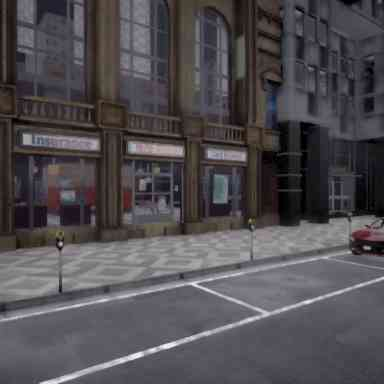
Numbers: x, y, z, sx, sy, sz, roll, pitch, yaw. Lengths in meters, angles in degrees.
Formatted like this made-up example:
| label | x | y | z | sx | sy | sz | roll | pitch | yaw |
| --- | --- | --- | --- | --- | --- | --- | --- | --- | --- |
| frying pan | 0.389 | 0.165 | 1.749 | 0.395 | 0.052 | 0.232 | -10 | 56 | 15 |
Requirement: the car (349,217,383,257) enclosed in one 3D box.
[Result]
| label | x | y | z | sx | sy | sz | roll | pitch | yaw |
| --- | --- | --- | --- | --- | --- | --- | --- | --- | --- |
| car | 7.435 | 1.542 | 11.954 | 4.507 | 1.381 | 1.887 | 0 | 0 | -35 |
